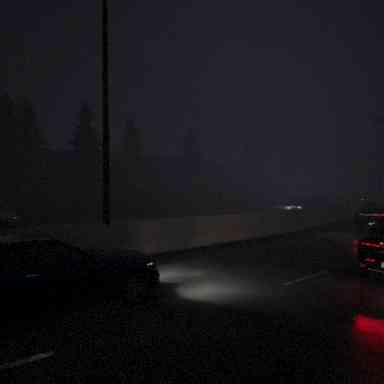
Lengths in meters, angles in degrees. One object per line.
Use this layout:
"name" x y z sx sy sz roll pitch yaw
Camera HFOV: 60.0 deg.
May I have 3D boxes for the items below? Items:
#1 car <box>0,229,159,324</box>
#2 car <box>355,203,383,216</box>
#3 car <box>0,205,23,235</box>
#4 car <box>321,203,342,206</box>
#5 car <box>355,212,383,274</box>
"car" -2.854 1.514 6.200 4.674 1.442 1.812 -1 0 -36
"car" 10.491 1.330 18.207 2.128 1.511 4.902 0 0 43
"car" -11.570 1.516 17.360 4.674 1.442 1.812 -1 0 -38
"car" 16.048 1.235 36.762 1.812 1.442 4.674 0 0 34
"car" 6.298 1.418 9.217 4.892 1.490 1.837 -1 1 -42
